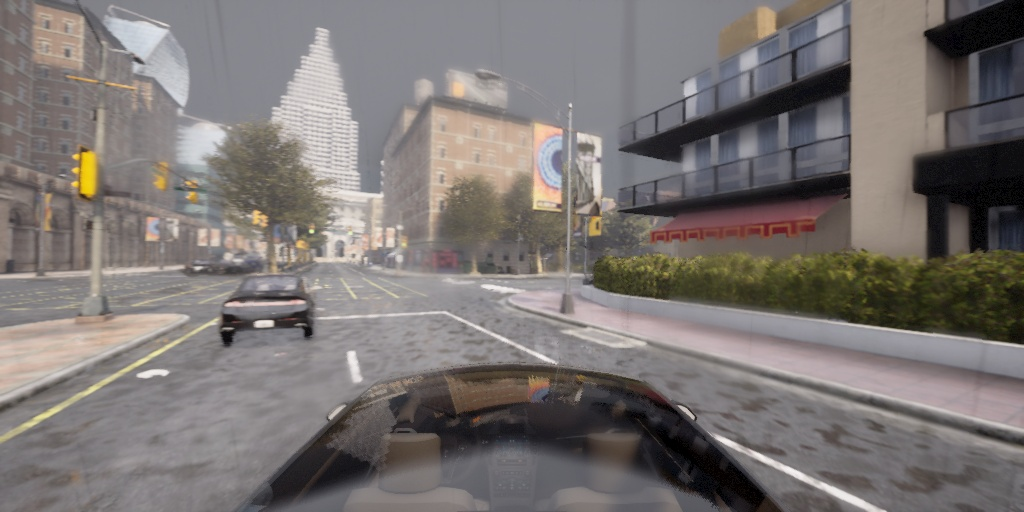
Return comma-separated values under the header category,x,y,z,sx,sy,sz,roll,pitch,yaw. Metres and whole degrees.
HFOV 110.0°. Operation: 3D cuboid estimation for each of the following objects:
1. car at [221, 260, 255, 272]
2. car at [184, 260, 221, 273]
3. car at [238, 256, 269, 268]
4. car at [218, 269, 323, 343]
category,x,y,z,sx,sy,sz,roll,pitch,yaw
car,-32.489,1.403,42.656,1.895,1.301,4.718,1,-1,-27
car,-36.252,1.229,42.344,2.128,1.511,4.902,1,-1,-27
car,-36.855,1.074,51.265,2.150,2.045,5.566,1,-1,-27
car,-6.400,1.253,9.835,2.128,1.511,4.902,1,-1,-27
